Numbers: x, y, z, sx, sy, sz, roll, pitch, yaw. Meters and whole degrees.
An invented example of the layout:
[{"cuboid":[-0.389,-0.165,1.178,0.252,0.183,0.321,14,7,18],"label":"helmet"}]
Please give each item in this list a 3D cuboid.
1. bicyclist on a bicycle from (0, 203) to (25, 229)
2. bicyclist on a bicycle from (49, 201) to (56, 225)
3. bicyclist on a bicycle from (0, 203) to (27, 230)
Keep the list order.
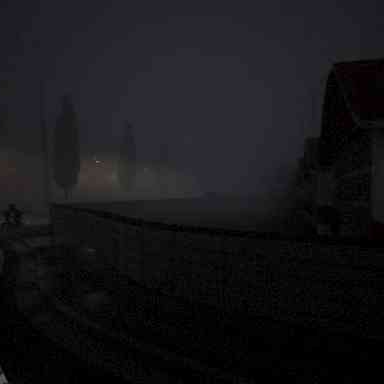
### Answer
[{"cuboid":[-11.942,1.568,21.971,0.582,1.620,1.656,0,-1,21],"label":"bicyclist on a bicycle"},{"cuboid":[-9.540,1.438,22.840,0.582,1.620,1.656,0,-1,-12],"label":"bicyclist on a bicycle"},{"cuboid":[-11.181,1.563,20.734,1.656,1.620,0.582,0,0,-23],"label":"bicyclist on a bicycle"}]
